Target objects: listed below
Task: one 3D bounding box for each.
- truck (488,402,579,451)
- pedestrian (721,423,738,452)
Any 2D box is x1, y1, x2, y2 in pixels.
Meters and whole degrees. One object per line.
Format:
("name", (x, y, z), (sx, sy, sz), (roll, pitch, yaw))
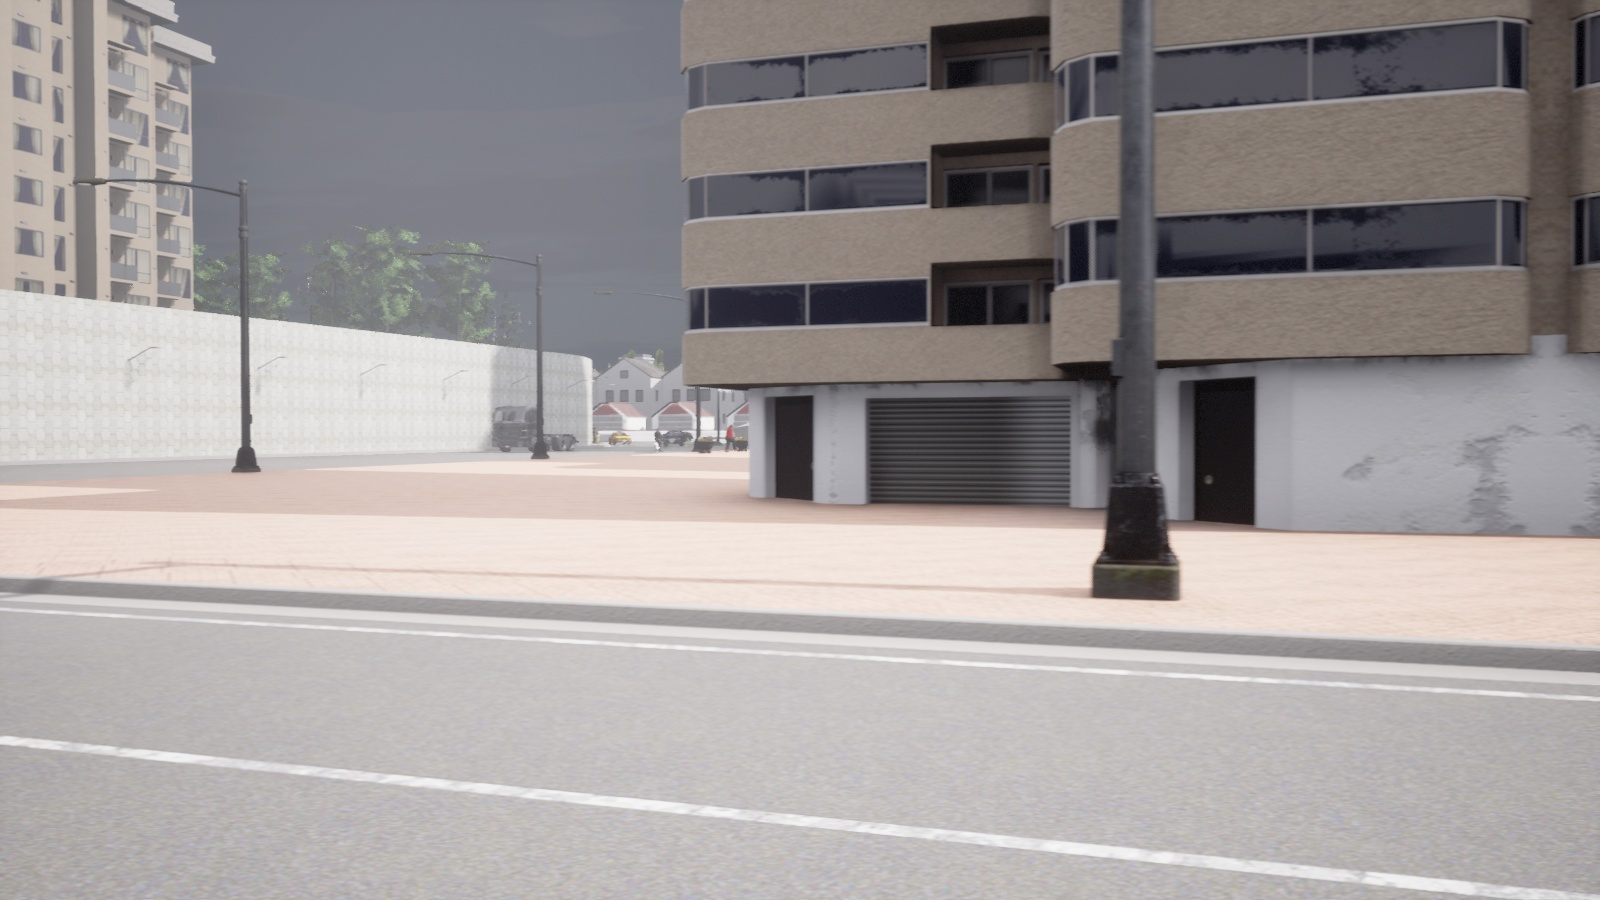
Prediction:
("truck", (-19.531, -1.713, 92.666), (2.891, 3.462, 7.936), (1, 1, 19))
("pedestrian", (-4.497, -0.805, 80.166), (0.899, 1.844, 0.634), (0, 1, -35))
